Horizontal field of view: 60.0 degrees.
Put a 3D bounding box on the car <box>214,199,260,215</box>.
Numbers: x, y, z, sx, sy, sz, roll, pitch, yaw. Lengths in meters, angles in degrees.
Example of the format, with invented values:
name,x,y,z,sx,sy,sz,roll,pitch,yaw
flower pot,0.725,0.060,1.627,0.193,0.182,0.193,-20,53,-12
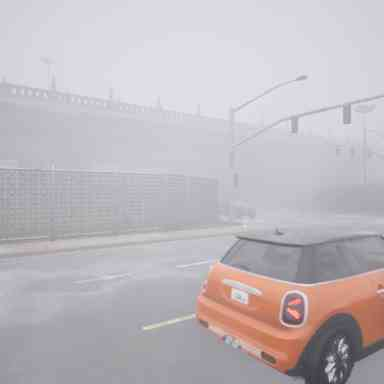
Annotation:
name,x,y,z,sx,sy,sz,roll,pitch,yaw
car,4.682,1.536,35.464,1.882,1.535,5.008,0,0,-35

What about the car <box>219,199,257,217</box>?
name,x,y,z,sx,sy,sz,roll,pitch,yaw
car,3.798,1.562,30.678,1.837,1.490,4.892,0,0,-36

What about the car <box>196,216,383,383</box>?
name,x,y,z,sx,sy,sz,roll,pitch,yaw
car,2.352,1.352,5.461,4.553,1.767,2.097,0,0,-35
